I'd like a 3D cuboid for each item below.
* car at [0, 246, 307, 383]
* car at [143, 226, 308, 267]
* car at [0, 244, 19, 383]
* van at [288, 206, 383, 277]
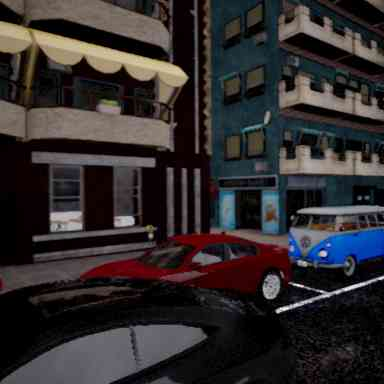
[{"bbox_3d":[-1.132,1.524,2.572,4.674,1.442,1.812,0,0,-36],"label":"car"},{"bbox_3d":[0.061,1.535,6.614,4.507,1.381,1.887,0,0,-36],"label":"car"},{"bbox_3d":[-4.435,1.549,3.406,4.507,1.381,1.887,0,0,-35],"label":"car"},{"bbox_3d":[4.556,1.318,9.823,3.998,1.788,1.690,0,0,-35],"label":"van"}]
